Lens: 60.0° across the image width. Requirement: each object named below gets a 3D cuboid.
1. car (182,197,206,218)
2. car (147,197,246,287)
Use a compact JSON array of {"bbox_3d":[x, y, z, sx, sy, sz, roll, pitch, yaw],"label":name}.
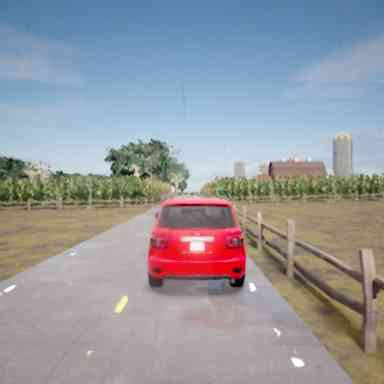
[{"bbox_3d":[0.127,1.263,28.392,1.837,1.490,4.892,0,0,0],"label":"car"},{"bbox_3d":[0.106,1.148,9.224,2.150,2.045,5.566,0,0,0],"label":"car"}]
